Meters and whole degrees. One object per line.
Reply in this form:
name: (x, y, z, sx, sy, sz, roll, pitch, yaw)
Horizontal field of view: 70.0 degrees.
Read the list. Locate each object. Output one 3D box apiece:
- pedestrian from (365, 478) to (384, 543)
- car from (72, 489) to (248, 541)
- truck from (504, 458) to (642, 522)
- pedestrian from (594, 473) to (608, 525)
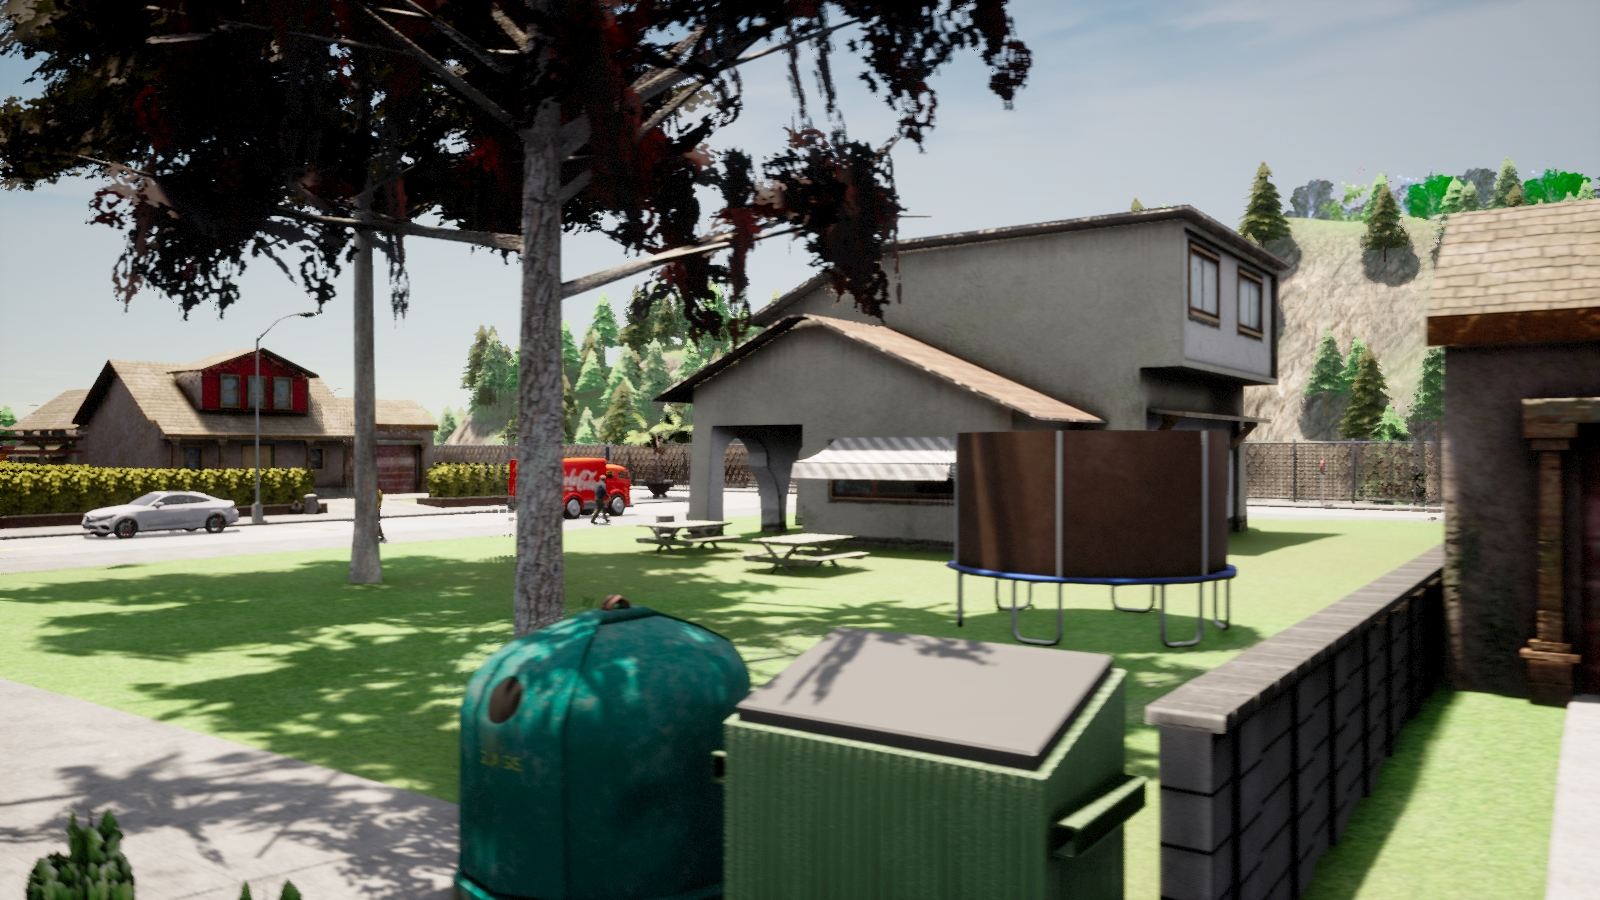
pedestrian: (-12.415, 1.748, 33.320, 0.375, 1.860, 0.375, 0, 0, 35)
car: (-21.027, 2.088, 37.740, 2.002, 1.442, 4.674, 0, 0, 35)
truck: (-9.299, 1.571, 47.202, 2.627, 2.467, 5.204, 0, 0, 35)
pedestrian: (-7.168, 1.749, 41.203, 0.375, 1.860, 0.375, 0, 0, -33)
